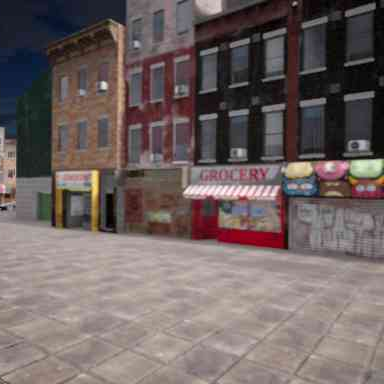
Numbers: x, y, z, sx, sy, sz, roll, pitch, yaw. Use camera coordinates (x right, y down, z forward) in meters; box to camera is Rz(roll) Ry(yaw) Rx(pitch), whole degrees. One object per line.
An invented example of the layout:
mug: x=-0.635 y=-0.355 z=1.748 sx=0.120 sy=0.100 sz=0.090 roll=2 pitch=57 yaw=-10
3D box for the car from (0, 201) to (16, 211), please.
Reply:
car: x=-22.703 y=1.721 z=43.648 sx=1.947 sy=1.339 sz=4.313 roll=0 pitch=0 yaw=36
